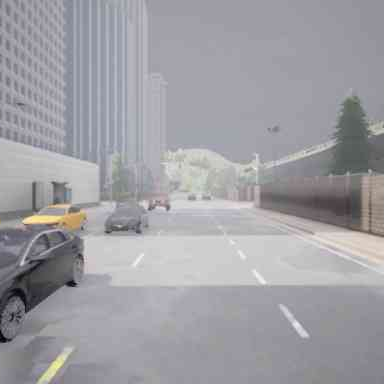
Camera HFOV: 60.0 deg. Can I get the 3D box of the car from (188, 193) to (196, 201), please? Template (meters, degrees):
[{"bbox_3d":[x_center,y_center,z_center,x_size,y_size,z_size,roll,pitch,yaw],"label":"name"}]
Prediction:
[{"bbox_3d":[0.009,1.268,79.180,1.882,1.535,5.008,0,0,0],"label":"car"}]

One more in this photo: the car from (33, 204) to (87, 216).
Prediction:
[{"bbox_3d":[-7.073,1.432,17.626,1.882,1.535,5.008,0,0,0],"label":"car"}]

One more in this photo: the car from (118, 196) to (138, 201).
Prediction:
[{"bbox_3d":[-6.996,1.235,36.901,2.128,1.511,4.902,0,0,0],"label":"car"}]

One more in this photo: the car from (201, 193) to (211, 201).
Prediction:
[{"bbox_3d":[3.509,1.267,79.179,1.882,1.535,5.008,0,0,0],"label":"car"}]

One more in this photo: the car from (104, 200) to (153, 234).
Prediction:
[{"bbox_3d":[-3.568,1.454,18.882,1.837,1.490,4.892,0,0,0],"label":"car"}]

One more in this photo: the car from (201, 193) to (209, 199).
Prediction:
[{"bbox_3d":[3.510,1.167,89.603,1.837,1.490,4.892,0,0,0],"label":"car"}]

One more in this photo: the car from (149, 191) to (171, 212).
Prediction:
[{"bbox_3d":[-3.496,0.934,36.869,2.150,2.045,5.566,0,0,0],"label":"car"}]

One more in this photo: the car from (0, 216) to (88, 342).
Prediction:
[{"bbox_3d":[-3.595,1.474,6.500,2.128,1.511,4.902,0,0,0],"label":"car"}]

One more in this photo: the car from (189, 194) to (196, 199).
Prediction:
[{"bbox_3d":[0.010,1.168,89.603,1.837,1.490,4.892,0,0,0],"label":"car"}]
